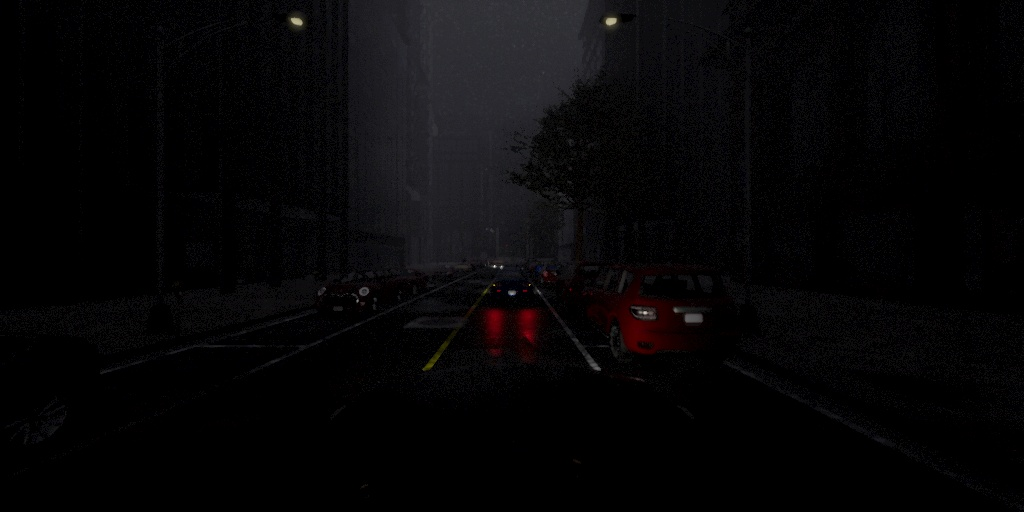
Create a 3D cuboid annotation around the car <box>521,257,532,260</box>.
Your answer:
[{"bbox_3d":[2.858,1.125,53.134,2.192,1.841,5.009,0,0,0],"label":"car"}]

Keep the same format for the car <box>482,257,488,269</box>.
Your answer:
[{"bbox_3d":[-5.668,1.141,58.782,2.192,1.841,5.009,0,0,0],"label":"car"}]

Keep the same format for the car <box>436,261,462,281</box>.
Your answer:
[{"bbox_3d":[-5.668,1.349,30.590,1.802,1.307,4.207,0,0,0],"label":"car"}]

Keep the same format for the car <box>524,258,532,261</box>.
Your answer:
[{"bbox_3d":[2.858,1.360,47.493,1.948,1.339,4.313,0,0,0],"label":"car"}]

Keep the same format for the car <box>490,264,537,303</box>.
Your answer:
[{"bbox_3d":[0.000,1.290,16.500,1.812,1.442,4.674,0,0,0],"label":"car"}]

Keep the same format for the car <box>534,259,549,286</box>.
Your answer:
[{"bbox_3d":[2.858,1.202,24.938,1.967,1.591,4.097,0,0,0],"label":"car"}]

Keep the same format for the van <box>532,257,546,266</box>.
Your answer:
[{"bbox_3d":[2.858,1.107,30.578,1.690,1.789,3.998,0,0,0],"label":"van"}]

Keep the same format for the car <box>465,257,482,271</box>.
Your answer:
[{"bbox_3d":[-5.668,1.109,47.503,2.192,1.841,5.009,0,0,0],"label":"car"}]

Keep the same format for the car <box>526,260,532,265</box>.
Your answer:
[{"bbox_3d":[2.858,1.363,41.856,1.802,1.307,4.207,0,0,0],"label":"car"}]

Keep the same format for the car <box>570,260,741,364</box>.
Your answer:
[{"bbox_3d":[2.858,1.064,8.020,2.192,1.841,5.009,0,0,0],"label":"car"}]

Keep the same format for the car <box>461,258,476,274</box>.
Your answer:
[{"bbox_3d":[-5.668,1.306,41.696,1.751,1.417,4.829,0,0,0],"label":"car"}]

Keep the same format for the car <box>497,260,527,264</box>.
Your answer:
[{"bbox_3d":[0.000,1.332,31.500,2.033,1.411,5.357,0,0,0],"label":"car"}]

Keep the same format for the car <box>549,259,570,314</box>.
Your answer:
[{"bbox_3d":[2.858,1.068,13.659,2.192,1.841,5.009,0,0,0],"label":"car"}]

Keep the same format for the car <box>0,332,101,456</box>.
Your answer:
[{"bbox_3d":[-5.668,1.313,2.395,1.948,1.339,4.313,0,0,0],"label":"car"}]

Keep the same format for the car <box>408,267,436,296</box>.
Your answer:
[{"bbox_3d":[-5.668,1.303,19.311,1.888,1.381,4.507,0,0,0],"label":"car"}]

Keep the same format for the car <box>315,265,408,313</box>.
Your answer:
[{"bbox_3d":[-5.668,1.193,13.673,1.967,1.591,4.097,0,0,0],"label":"car"}]
